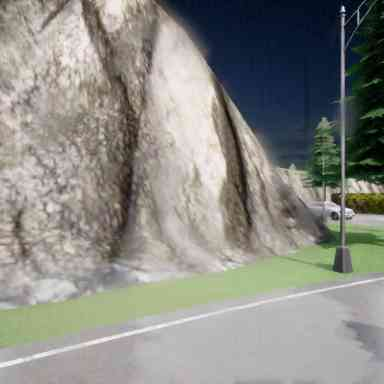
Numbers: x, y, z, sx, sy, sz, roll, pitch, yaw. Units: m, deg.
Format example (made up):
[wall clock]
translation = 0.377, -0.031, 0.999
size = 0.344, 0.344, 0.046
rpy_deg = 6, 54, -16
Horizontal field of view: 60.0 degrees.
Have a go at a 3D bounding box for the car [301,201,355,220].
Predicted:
[car]
translation = 11.287, 1.526, 27.983
size = 1.812, 1.442, 4.674
rpy_deg = 0, 0, -28

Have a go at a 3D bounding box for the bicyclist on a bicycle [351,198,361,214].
[bicyclist on a bicycle]
translation = 16.458, 1.453, 33.365
size = 1.656, 1.620, 0.582
rpy_deg = 0, 0, -28
